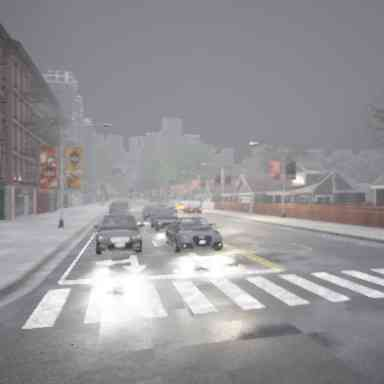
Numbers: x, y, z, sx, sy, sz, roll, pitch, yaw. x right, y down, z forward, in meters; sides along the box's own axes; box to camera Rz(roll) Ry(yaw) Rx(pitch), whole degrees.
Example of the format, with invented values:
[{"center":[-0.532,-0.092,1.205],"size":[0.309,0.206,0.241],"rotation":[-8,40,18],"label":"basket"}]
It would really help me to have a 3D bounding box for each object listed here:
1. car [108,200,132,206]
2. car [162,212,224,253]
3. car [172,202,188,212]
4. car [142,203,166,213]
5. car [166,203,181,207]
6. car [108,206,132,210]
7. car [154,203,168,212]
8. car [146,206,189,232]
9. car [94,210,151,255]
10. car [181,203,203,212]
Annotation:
[{"center":[-7.709,1.932,35.775],"size":[2.150,2.045,5.566],"rotation":[0,-1,-12],"label":"car"},{"center":[0.004,1.848,15.220],"size":[1.994,1.385,4.181],"rotation":[0,-1,-12],"label":"car"},{"center":[-2.048,2.516,56.314],"size":[1.882,1.535,5.008],"rotation":[0,-1,-12],"label":"car"},{"center":[-4.235,2.180,35.065],"size":[1.837,1.490,4.892],"rotation":[0,-1,-12],"label":"car"},{"center":[-3.137,2.390,46.034],"size":[1.812,1.442,4.674],"rotation":[0,-1,-12],"label":"car"},{"center":[-5.496,2.054,25.369],"size":[2.033,1.411,5.357],"rotation":[0,-1,-12],"label":"car"},{"center":[-5.225,2.553,55.632],"size":[1.837,1.490,4.892],"rotation":[0,-1,-12],"label":"car"},{"center":[-1.950,2.012,24.360],"size":[2.033,1.411,5.357],"rotation":[0,-1,-12],"label":"car"},{"center":[-3.285,1.794,15.004],"size":[2.128,1.511,4.902],"rotation":[0,-1,-13],"label":"car"},{"center":[0.053,2.454,46.606],"size":[1.895,1.301,4.718],"rotation":[0,-1,-12],"label":"car"}]
